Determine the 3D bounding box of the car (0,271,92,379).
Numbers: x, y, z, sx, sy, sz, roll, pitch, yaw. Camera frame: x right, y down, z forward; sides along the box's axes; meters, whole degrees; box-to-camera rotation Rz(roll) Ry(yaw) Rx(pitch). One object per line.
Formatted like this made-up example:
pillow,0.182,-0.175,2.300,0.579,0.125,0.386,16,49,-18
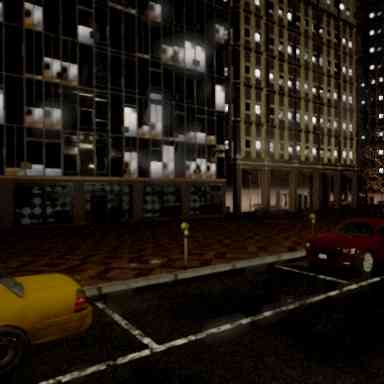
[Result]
car,-3.719,1.528,3.915,4.829,1.417,1.752,0,0,-36

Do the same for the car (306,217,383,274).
car,5.419,1.510,10.435,4.507,1.381,1.887,0,0,-36
